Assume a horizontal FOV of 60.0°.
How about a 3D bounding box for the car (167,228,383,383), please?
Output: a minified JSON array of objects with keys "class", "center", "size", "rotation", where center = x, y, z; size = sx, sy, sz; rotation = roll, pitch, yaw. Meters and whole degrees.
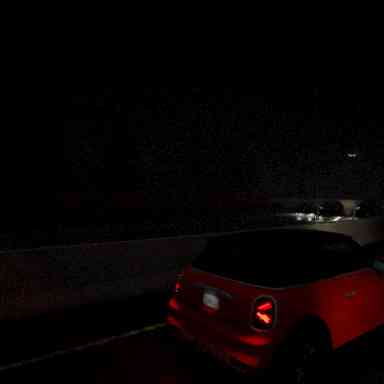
[{"class":"car","center":[1.896,1.403,5.492],"size":[4.553,1.767,2.097],"rotation":[1,-1,-39]}]
